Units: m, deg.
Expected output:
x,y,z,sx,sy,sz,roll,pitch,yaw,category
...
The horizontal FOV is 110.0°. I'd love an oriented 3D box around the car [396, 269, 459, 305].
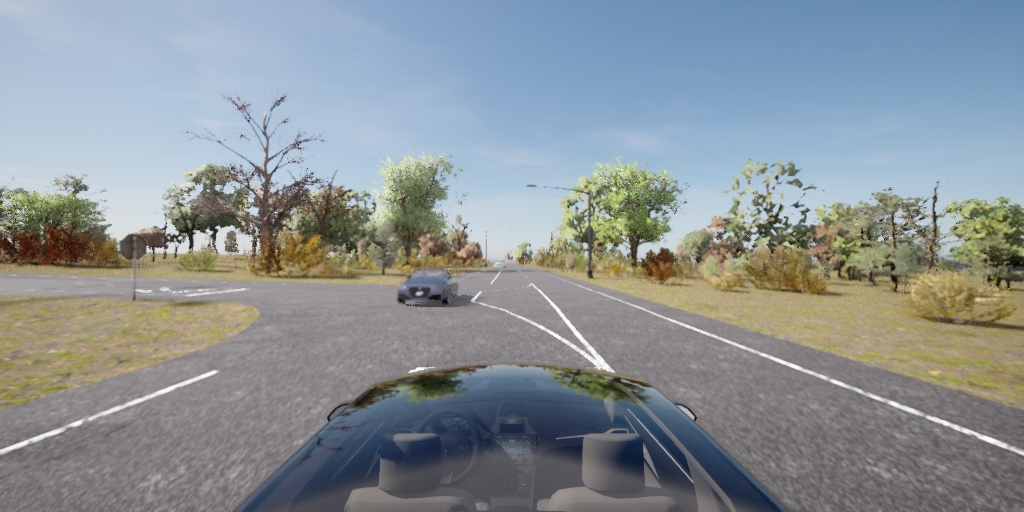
x,y,z,sx,sy,sz,roll,pitch,yaw,category
-3.500,1.252,15.583,1.994,1.385,4.181,1,-1,0,car
